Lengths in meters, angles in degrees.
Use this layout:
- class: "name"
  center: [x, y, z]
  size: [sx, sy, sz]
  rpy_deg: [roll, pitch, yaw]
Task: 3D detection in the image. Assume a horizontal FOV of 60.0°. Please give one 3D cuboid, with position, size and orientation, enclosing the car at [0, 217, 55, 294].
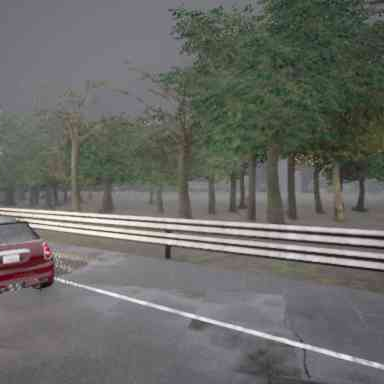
- class: "car"
  center: [-5.301, 1.361, 7.917]
  size: [4.553, 1.767, 2.097]
  rpy_deg: [0, 0, 37]
